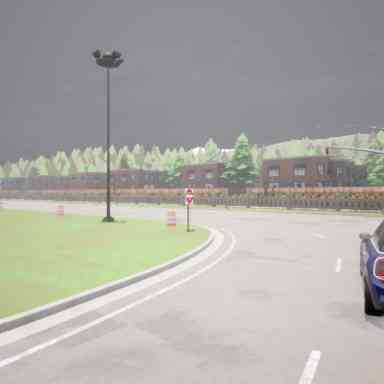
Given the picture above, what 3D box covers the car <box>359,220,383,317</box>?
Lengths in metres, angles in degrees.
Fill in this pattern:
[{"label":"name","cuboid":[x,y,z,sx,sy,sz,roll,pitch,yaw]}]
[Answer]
[{"label":"car","cuboid":[4.801,1.352,7.105,2.097,1.767,4.553,0,0,26]}]
